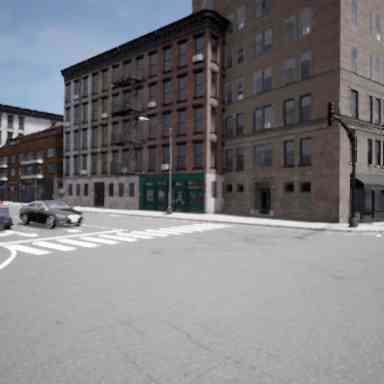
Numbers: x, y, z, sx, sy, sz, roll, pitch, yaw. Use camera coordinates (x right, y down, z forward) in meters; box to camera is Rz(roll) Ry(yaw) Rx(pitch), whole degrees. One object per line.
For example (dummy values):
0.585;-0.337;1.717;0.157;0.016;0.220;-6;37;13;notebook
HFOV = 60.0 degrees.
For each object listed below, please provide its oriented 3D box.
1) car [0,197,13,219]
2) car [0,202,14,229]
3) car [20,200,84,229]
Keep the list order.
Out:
-15.778;1.133;25.445;5.008;1.535;1.882;1;0;39;car
-11.399;1.285;17.903;4.181;1.385;1.994;1;0;37;car
-8.320;1.259;19.633;4.902;1.511;2.128;1;0;38;car
